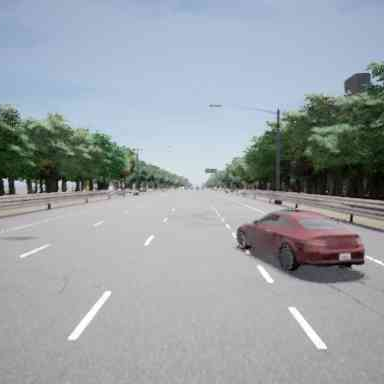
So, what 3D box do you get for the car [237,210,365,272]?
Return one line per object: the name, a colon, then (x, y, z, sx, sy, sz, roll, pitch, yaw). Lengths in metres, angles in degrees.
car: (2.930, 1.252, 9.850, 1.812, 1.442, 4.674, 0, 2, -15)
